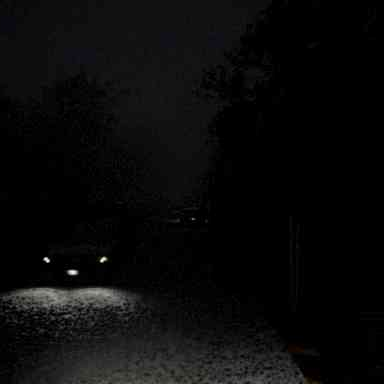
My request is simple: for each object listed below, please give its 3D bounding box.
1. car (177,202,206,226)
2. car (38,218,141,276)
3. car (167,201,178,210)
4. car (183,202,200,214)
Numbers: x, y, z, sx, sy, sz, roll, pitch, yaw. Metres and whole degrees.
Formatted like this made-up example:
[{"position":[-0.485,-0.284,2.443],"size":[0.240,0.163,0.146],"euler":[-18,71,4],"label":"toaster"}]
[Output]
[{"position":[0.059,1.651,24.411],"size":[1.812,1.442,4.674],"euler":[0,-1,0],"label":"car"},{"position":[-2.859,1.565,10.652],"size":[2.033,1.411,5.357],"euler":[0,0,0],"label":"car"},{"position":[-2.921,2.211,53.535],"size":[2.033,1.411,5.357],"euler":[0,-1,1],"label":"car"},{"position":[-0.024,1.964,42.868],"size":[2.033,1.411,5.357],"euler":[0,-1,0],"label":"car"}]
